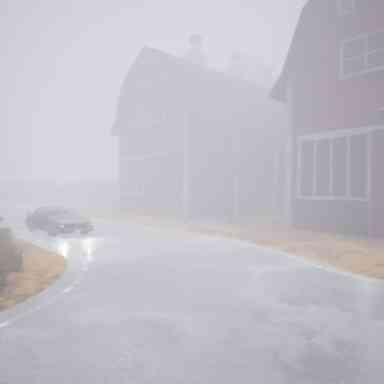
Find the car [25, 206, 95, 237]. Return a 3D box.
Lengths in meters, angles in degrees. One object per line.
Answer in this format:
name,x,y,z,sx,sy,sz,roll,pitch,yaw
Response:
car,-7.144,1.444,17.567,2.033,1.411,5.357,1,0,-43
